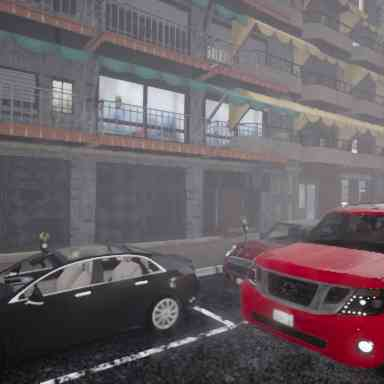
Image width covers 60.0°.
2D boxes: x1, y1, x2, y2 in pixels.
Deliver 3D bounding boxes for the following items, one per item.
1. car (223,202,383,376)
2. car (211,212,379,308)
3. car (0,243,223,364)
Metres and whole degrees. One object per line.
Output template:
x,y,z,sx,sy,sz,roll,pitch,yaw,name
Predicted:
3.397,1.230,5.783,5.566,2.045,2.150,0,0,-35,car
2.711,1.450,8.459,4.097,1.590,1.967,0,1,-35,car
-1.898,1.553,5.188,4.403,1.369,2.008,0,1,-35,car
